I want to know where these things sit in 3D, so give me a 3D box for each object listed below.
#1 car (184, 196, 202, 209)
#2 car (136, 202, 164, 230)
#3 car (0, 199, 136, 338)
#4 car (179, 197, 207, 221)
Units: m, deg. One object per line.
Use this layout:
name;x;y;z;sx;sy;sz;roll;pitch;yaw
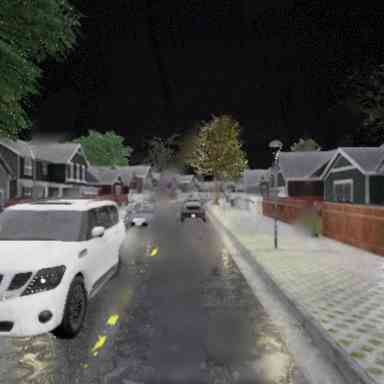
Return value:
car;0.171;1.325;43.064;2.128;1.511;4.902;0;0;1
car;-2.807;1.412;20.196;2.128;1.511;4.902;0;0;0
car;-2.812;1.197;6.907;2.150;2.045;5.566;0;0;0
car;0.098;1.403;25.679;1.837;1.490;4.892;0;0;0
